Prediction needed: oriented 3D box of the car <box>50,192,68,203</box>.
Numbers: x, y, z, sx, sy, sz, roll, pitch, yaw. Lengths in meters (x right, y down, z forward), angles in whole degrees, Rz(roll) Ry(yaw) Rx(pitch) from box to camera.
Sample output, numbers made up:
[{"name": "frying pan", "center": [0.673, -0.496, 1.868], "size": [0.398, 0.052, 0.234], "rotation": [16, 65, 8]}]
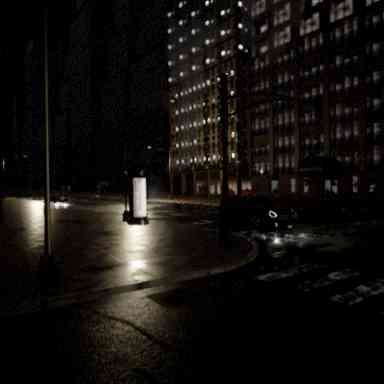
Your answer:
[{"name": "car", "center": [-19.030, 0.697, 46.926], "size": [2.128, 1.511, 4.902], "rotation": [-1, 1, -37]}]

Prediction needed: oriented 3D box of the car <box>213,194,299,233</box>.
[{"name": "car", "center": [3.172, 0.987, 17.059], "size": [2.097, 1.767, 4.553], "rotation": [-1, 1, -37]}]
